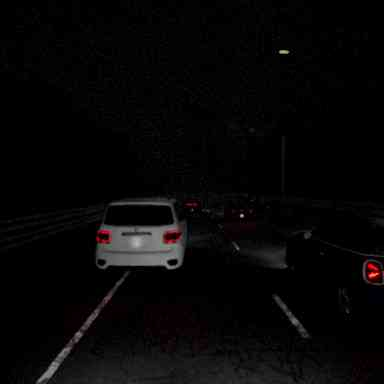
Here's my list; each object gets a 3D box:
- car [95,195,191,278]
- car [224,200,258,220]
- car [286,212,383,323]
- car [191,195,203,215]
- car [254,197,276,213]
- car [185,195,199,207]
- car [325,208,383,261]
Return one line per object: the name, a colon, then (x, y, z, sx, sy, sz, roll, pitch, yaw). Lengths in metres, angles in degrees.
car: (-1.224, 1.151, 10.012, 2.150, 2.045, 5.566, 0, 0, 0)
car: (3.601, 1.416, 26.269, 1.895, 1.301, 4.718, 0, 0, 0)
car: (3.601, 1.298, 7.220, 2.097, 1.767, 4.553, 0, 0, 0)
car: (0.043, 1.281, 32.382, 1.837, 1.490, 4.892, 0, 1, 0)
car: (7.102, 1.245, 33.699, 1.882, 1.535, 5.008, 0, 0, 0)
car: (0.022, 1.204, 45.968, 1.837, 1.490, 4.892, 0, 1, 0)
car: (7.100, 1.455, 12.569, 2.033, 1.411, 5.357, 0, 0, 0)
